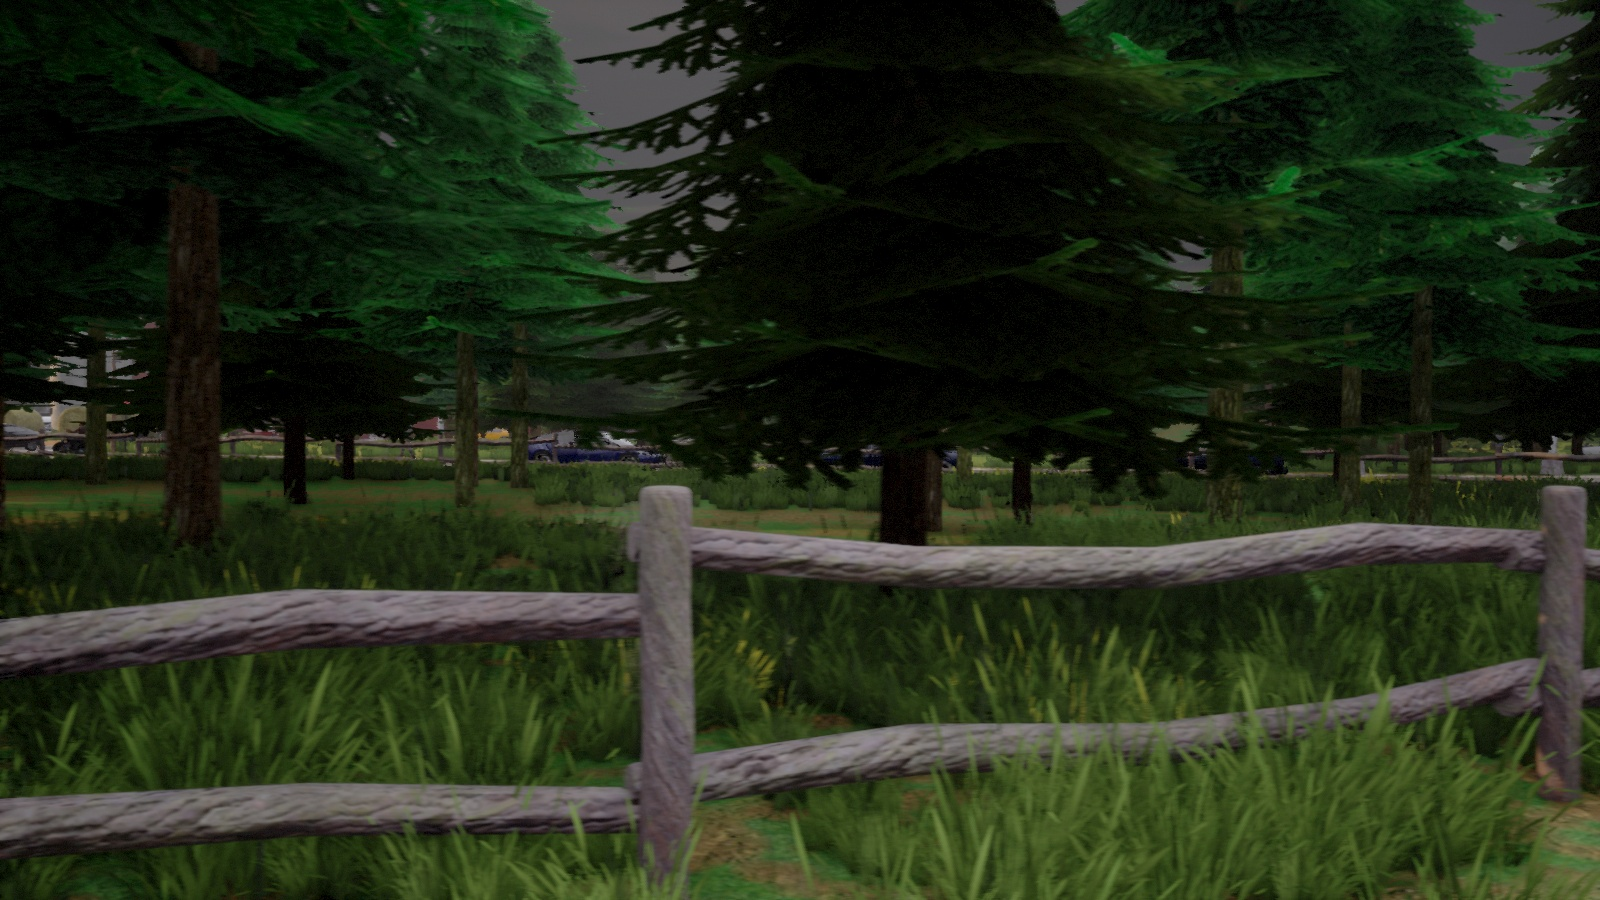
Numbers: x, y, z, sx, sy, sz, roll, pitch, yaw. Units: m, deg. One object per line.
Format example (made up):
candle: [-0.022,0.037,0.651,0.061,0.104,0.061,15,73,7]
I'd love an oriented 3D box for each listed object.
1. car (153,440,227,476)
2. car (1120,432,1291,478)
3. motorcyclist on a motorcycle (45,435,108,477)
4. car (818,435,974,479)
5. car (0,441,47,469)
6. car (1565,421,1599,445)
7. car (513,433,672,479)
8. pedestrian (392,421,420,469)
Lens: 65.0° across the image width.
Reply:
car: [-24.172,0.307,49.797,2.207,1.376,1.481,0,1,14]
car: [12.103,0.147,37.783,4.718,1.301,1.895,0,1,12]
motorcyclist on a motorcycle: [-29.469,0.239,51.160,2.350,1.649,0.766,-1,1,15]
car: [3.070,0.215,39.855,4.718,1.301,1.895,0,1,13]
car: [-41.877,0.262,65.472,1.812,1.442,4.674,0,1,12]
car: [52.104,-1.128,81.247,2.007,1.525,4.514,-1,1,-9]
car: [-6.935,0.188,42.159,4.792,1.488,2.163,0,1,13]
pedestrian: [-16.173,-0.206,51.591,0.873,1.952,0.659,0,1,12]
